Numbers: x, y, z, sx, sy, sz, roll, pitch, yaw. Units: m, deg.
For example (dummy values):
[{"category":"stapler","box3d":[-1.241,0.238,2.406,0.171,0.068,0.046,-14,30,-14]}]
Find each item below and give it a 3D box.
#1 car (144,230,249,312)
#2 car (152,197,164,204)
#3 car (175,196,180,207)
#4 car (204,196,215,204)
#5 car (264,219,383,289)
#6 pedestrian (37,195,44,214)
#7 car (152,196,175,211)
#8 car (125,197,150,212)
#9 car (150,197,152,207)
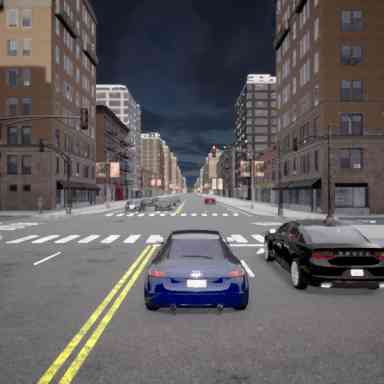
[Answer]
[{"category":"car","box3d":[0.079,1.563,7.800,1.994,1.385,4.181,0,0,0]},{"category":"car","box3d":[-6.608,1.584,65.664,1.895,1.301,4.718,0,0,0]},{"category":"car","box3d":[-3.401,1.495,52.428,1.837,1.490,4.892,0,0,0]},{"category":"car","box3d":[3.276,1.462,61.733,1.882,1.535,5.008,0,0,0]},{"category":"car","box3d":[3.327,1.477,9.179,1.882,1.535,5.008,0,0,0]},{"category":"pedestrian","box3d":[-14.180,1.166,31.106,0.375,1.860,0.375,0,0,0]},{"category":"car","box3d":[-3.396,1.499,40.476,1.837,1.490,4.892,0,0,0]},{"category":"car","box3d":[-6.644,1.486,39.223,2.128,1.511,4.902,0,0,0]},{"category":"car","box3d":[-6.657,1.494,50.198,1.837,1.490,4.892,0,0,0]}]
